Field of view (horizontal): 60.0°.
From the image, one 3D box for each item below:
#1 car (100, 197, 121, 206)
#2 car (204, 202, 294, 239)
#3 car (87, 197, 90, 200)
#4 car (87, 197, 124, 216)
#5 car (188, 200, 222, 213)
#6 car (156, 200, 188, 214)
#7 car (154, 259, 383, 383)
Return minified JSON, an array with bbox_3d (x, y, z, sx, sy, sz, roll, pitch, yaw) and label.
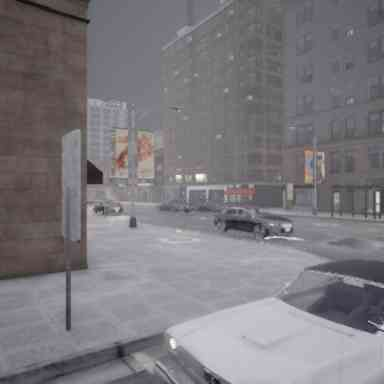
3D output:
[{"bbox_3d":[-14.793,1.613,60.182,1.882,1.535,5.008,0,0,-35],"label":"car"},{"bbox_3d":[3.138,1.529,17.790,2.128,1.511,4.902,0,0,-35],"label":"car"},{"bbox_3d":[-17.938,1.628,58.995,2.128,1.511,4.902,0,0,-35],"label":"car"},{"bbox_3d":[-8.741,1.567,34.511,2.128,1.511,4.902,0,0,-35],"label":"car"},{"bbox_3d":[2.230,1.613,36.238,2.033,1.411,5.357,0,0,-35],"label":"car"},{"bbox_3d":[-1.983,1.619,36.553,2.033,1.411,5.357,0,0,-35],"label":"car"},{"bbox_3d":[1.985,1.604,3.939,4.718,1.301,1.895,0,0,-34],"label":"car"}]
